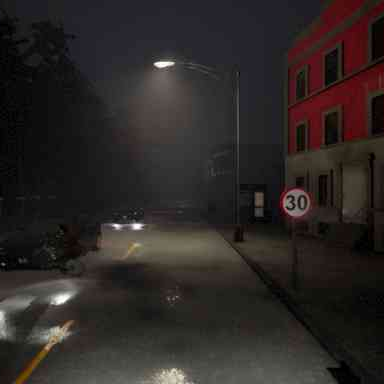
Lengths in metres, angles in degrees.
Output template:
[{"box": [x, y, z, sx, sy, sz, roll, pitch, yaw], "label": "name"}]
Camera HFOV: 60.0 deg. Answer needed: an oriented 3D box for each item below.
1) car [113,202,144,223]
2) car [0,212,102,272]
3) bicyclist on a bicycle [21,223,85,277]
[{"box": [-4.830, 1.526, 25.902, 1.812, 1.442, 4.674, 0, 0, -2], "label": "car"}, {"box": [-4.399, 1.478, 11.042, 1.882, 1.535, 5.008, 0, 0, -2], "label": "car"}, {"box": [-3.263, 1.410, 8.187, 1.656, 1.620, 0.582, 27, 31, -17], "label": "bicyclist on a bicycle"}]
